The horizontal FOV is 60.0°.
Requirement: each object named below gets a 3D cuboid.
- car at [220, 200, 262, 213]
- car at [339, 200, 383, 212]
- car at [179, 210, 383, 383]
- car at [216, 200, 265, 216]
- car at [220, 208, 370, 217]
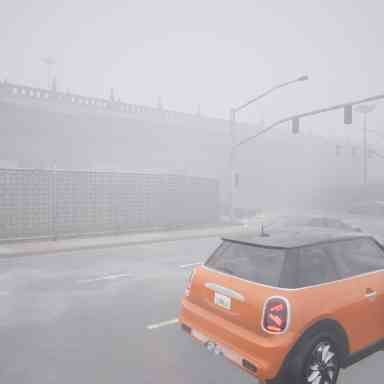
[{"bbox_3d":[3.869,1.560,30.729,1.837,1.490,4.892,0,0,-36],"label":"car"},{"bbox_3d":[16.438,1.519,31.543,1.882,1.535,5.008,0,-1,-36],"label":"car"},{"bbox_3d":[2.115,1.352,5.295,4.553,1.767,2.097,0,0,-35],"label":"car"},{"bbox_3d":[4.996,1.603,35.174,2.033,1.411,5.357,0,0,-35],"label":"car"},{"bbox_3d":[3.495,1.477,10.784,5.008,1.535,1.882,0,0,-35],"label":"car"}]
